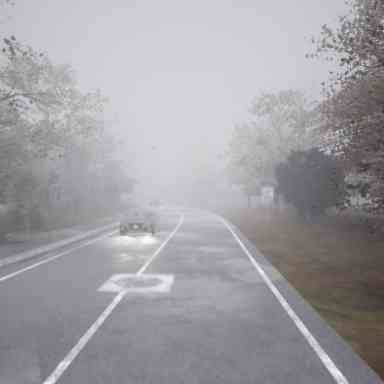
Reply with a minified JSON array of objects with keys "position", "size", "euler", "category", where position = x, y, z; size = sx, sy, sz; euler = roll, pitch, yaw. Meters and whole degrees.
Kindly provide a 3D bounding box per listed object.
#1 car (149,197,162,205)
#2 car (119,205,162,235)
[{"position":[-6.734,1.719,61.447],"size":[2.097,1.767,4.553],"euler":[1,-1,-13],"category":"car"},{"position":[-2.992,1.706,19.894],"size":[1.994,1.385,4.181],"euler":[0,0,2],"category":"car"}]
